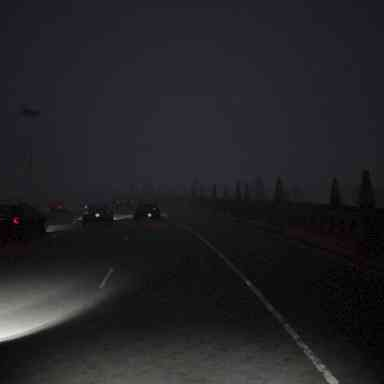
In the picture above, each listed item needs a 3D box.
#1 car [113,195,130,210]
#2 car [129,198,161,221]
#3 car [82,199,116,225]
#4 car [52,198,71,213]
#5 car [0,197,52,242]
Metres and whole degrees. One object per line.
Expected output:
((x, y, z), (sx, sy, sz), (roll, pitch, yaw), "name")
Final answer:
((-8.525, 1.165, 40.323), (2.097, 1.767, 4.553), (0, 0, -22), "car")
((-3.612, 1.380, 25.959), (1.837, 1.490, 4.892), (0, 0, -14), "car")
((-6.527, 1.460, 23.234), (1.994, 1.385, 4.181), (0, 0, -14), "car")
((-13.627, 1.332, 34.414), (1.882, 1.535, 5.008), (0, 0, -20), "car")
((-8.573, 1.289, 16.023), (2.097, 1.767, 4.553), (0, 0, -9), "car")
